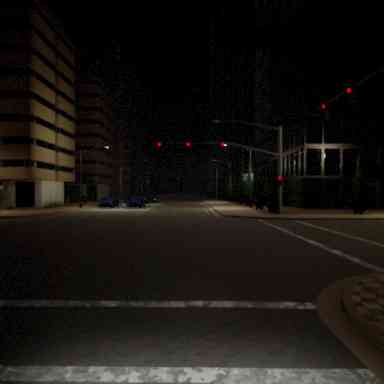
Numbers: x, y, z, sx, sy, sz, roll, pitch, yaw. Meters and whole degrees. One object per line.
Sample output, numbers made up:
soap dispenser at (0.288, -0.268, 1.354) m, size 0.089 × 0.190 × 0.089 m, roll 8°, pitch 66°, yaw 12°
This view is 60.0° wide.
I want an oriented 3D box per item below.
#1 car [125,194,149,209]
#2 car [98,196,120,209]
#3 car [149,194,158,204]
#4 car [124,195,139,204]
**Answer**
car at (-7.265, 1.328, 43.294) m, size 1.882 × 1.535 × 5.008 m, roll 0°, pitch 0°, yaw 0°
car at (-10.764, 1.328, 43.296) m, size 1.882 × 1.535 × 5.008 m, roll 0°, pitch 0°, yaw 0°
car at (-7.299, 1.146, 59.788) m, size 2.097 × 1.767 × 4.553 m, roll 0°, pitch 0°, yaw 0°
car at (-10.797, 1.299, 59.764) m, size 1.837 × 1.490 × 4.892 m, roll 0°, pitch 0°, yaw 0°
